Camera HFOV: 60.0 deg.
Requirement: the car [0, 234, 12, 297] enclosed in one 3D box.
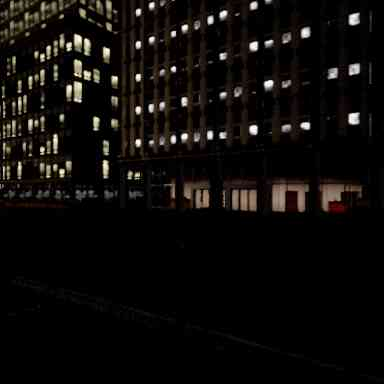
[{"bbox_3d":[-5.773,1.327,6.988,5.009,1.841,2.192,0,0,36],"label":"car"}]
